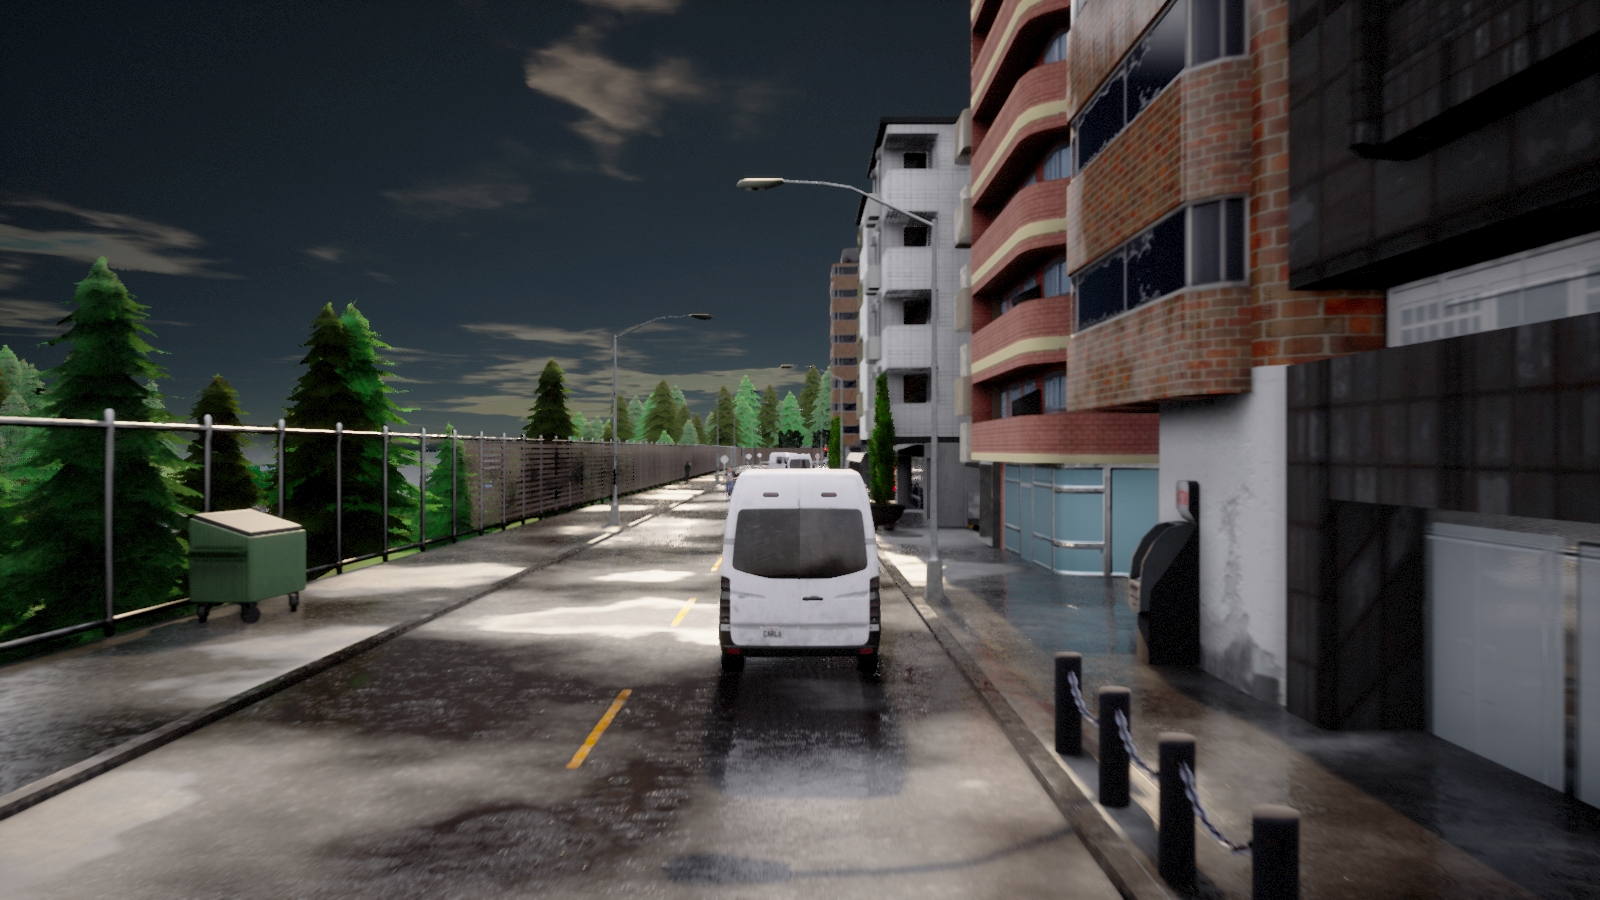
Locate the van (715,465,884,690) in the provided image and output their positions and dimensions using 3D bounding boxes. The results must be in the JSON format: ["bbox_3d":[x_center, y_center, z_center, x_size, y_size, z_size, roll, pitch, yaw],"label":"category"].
[{"bbox_3d":[-0.006,1.534,16.351,1.988,2.561,5.915,0,0,0],"label":"van"}]

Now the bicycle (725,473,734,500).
[{"bbox_3d":[-4.003,2.056,65.051,0.373,1.496,1.643,0,0,0],"label":"bicycle"}]
